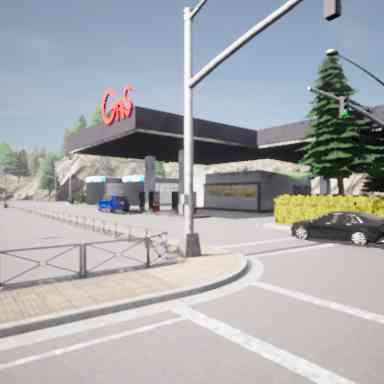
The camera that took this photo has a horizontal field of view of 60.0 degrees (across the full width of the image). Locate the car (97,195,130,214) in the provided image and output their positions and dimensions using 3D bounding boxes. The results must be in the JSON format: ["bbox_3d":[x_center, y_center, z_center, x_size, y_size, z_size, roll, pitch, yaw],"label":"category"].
[{"bbox_3d":[-9.164,1.387,38.510,2.150,2.045,5.566,0,0,-35],"label":"car"}]

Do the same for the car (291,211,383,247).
[{"bbox_3d":[6.996,1.672,15.736,1.837,1.490,4.892,1,-2,-35],"label":"car"}]
